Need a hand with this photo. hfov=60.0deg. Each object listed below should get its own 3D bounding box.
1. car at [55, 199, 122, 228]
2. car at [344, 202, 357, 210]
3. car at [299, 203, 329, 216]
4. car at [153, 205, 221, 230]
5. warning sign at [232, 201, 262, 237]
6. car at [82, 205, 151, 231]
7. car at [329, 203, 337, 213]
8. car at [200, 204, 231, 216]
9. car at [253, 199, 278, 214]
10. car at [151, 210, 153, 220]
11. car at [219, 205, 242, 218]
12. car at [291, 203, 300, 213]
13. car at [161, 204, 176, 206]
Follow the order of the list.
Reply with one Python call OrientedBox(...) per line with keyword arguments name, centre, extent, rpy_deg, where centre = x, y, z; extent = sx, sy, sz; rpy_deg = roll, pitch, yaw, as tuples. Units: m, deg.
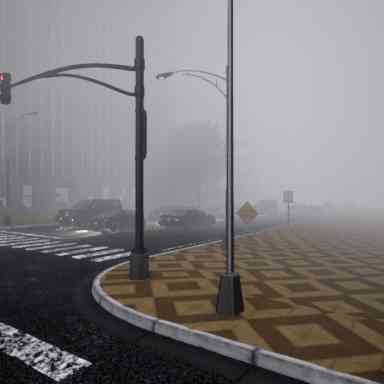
OrientedBox(name="car", centre=(-7.607, 1.547, 25.440), extent=(2.150, 2.045, 5.566), rpy_deg=(0, -1, 33))
OrientedBox(name="car", centre=(31.436, 2.770, 65.959), extent=(1.801, 1.575, 5.366), rpy_deg=(0, -1, 33))
OrientedBox(name="car", centre=(16.492, 2.406, 44.678), extent=(2.033, 1.411, 5.357), rpy_deg=(0, -1, 33))
OrientedBox(name="car", centre=(-0.220, 1.936, 24.441), extent=(2.033, 1.411, 5.357), rpy_deg=(0, -1, 32))
OrientedBox(name="warning sign", centre=(3.088, 1.454, 18.560), extent=(1.300, 1.860, 1.060), rpy_deg=(1, 1, 33))
OrientedBox(name="car", centre=(-5.157, 1.883, 23.243), extent=(1.994, 1.385, 4.181), rpy_deg=(0, -1, 33))
OrientedBox(name="car", centre=(21.782, 2.537, 53.016), extent=(1.837, 1.490, 4.892), rpy_deg=(0, -1, 33))
OrientedBox(name="car", centre=(3.045, 2.279, 42.031), extent=(1.895, 1.301, 4.718), rpy_deg=(0, -1, 32))
OrientedBox(name="car", centre=(10.674, 2.064, 47.833), extent=(2.150, 2.045, 5.566), rpy_deg=(0, -1, 33))
OrientedBox(name="car", centre=(-2.429, 2.001, 33.509), extent=(1.837, 1.490, 4.892), rpy_deg=(0, -1, 33))
OrientedBox(name="car", centre=(4.832, 2.251, 38.803), extent=(1.895, 1.301, 4.718), rpy_deg=(0, -1, 33))
OrientedBox(name="car", centre=(16.683, 2.427, 50.902), extent=(1.882, 1.535, 5.008), rpy_deg=(0, -1, 33))
OrientedBox(name="car", centre=(-0.626, 2.033, 30.310), extent=(1.994, 1.385, 4.181), rpy_deg=(0, -1, 32))
